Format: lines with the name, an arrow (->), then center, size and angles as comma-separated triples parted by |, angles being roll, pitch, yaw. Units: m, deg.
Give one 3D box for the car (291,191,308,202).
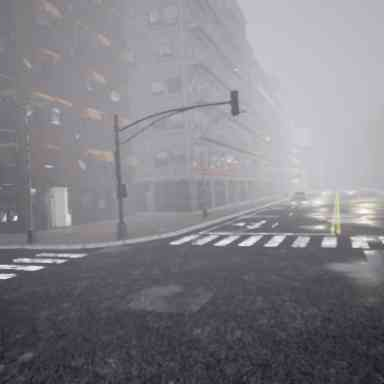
car -> 15.345, 0.625, 47.507 | 1.812, 1.442, 4.674 | -3, 1, 24
